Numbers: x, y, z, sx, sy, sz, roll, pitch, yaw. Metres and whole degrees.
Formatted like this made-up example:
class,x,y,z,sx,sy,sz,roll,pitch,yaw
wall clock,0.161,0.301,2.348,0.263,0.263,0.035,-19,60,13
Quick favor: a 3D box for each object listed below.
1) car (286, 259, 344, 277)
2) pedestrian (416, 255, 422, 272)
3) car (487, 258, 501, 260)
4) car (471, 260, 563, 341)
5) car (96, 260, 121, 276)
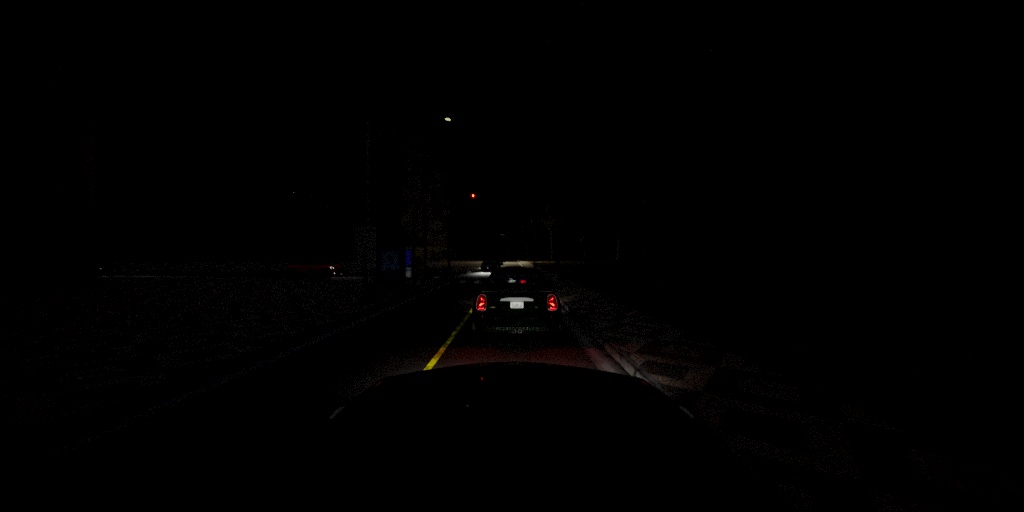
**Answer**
class,x,y,z,sx,sy,sz,roll,pitch,yaw
car,-17.546,1.040,32.152,4.553,1.767,2.097,0,1,2
pedestrian,-9.965,0.795,38.171,0.375,1.860,0.375,0,0,2
car,-2.949,1.189,46.214,2.128,1.511,4.902,0,0,0
car,0.117,1.098,10.016,2.097,1.767,4.553,0,0,0
car,-38.711,1.119,32.775,4.902,1.511,2.128,0,1,2
